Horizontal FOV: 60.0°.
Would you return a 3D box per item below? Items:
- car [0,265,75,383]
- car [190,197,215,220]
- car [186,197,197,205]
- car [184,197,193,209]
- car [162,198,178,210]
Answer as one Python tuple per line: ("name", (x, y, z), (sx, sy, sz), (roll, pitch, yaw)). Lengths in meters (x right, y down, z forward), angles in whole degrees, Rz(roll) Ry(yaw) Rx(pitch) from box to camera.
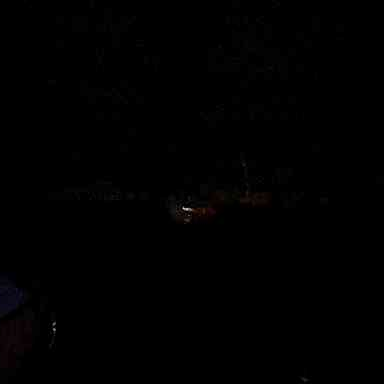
("car", (-2.852, 1.549, 3.235), (2.033, 1.411, 5.357), (0, 0, 0))
("car", (0.954, 1.501, 28.286), (1.801, 1.575, 5.366), (0, 0, 0))
("car", (-0.019, 1.688, 62.793), (1.994, 1.385, 4.181), (0, 0, 0))
("car", (0.003, 1.615, 47.731), (1.812, 1.442, 4.674), (0, 0, 0))
("car", (-2.848, 1.608, 44.835), (1.812, 1.442, 4.674), (0, 0, 0))
